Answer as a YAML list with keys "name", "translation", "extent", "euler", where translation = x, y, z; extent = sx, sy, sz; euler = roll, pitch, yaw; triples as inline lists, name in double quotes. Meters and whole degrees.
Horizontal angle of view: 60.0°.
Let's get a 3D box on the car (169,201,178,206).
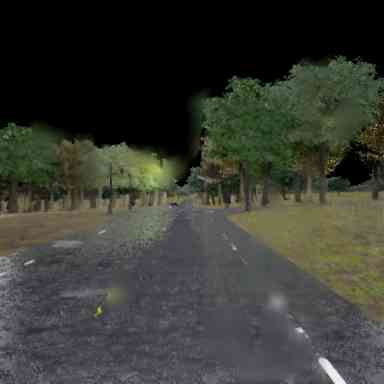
- name: "car"
  translation: [-4.341, 2.741, 78.515]
  extent: [1.895, 1.301, 4.718]
  euler: [0, -1, -1]
